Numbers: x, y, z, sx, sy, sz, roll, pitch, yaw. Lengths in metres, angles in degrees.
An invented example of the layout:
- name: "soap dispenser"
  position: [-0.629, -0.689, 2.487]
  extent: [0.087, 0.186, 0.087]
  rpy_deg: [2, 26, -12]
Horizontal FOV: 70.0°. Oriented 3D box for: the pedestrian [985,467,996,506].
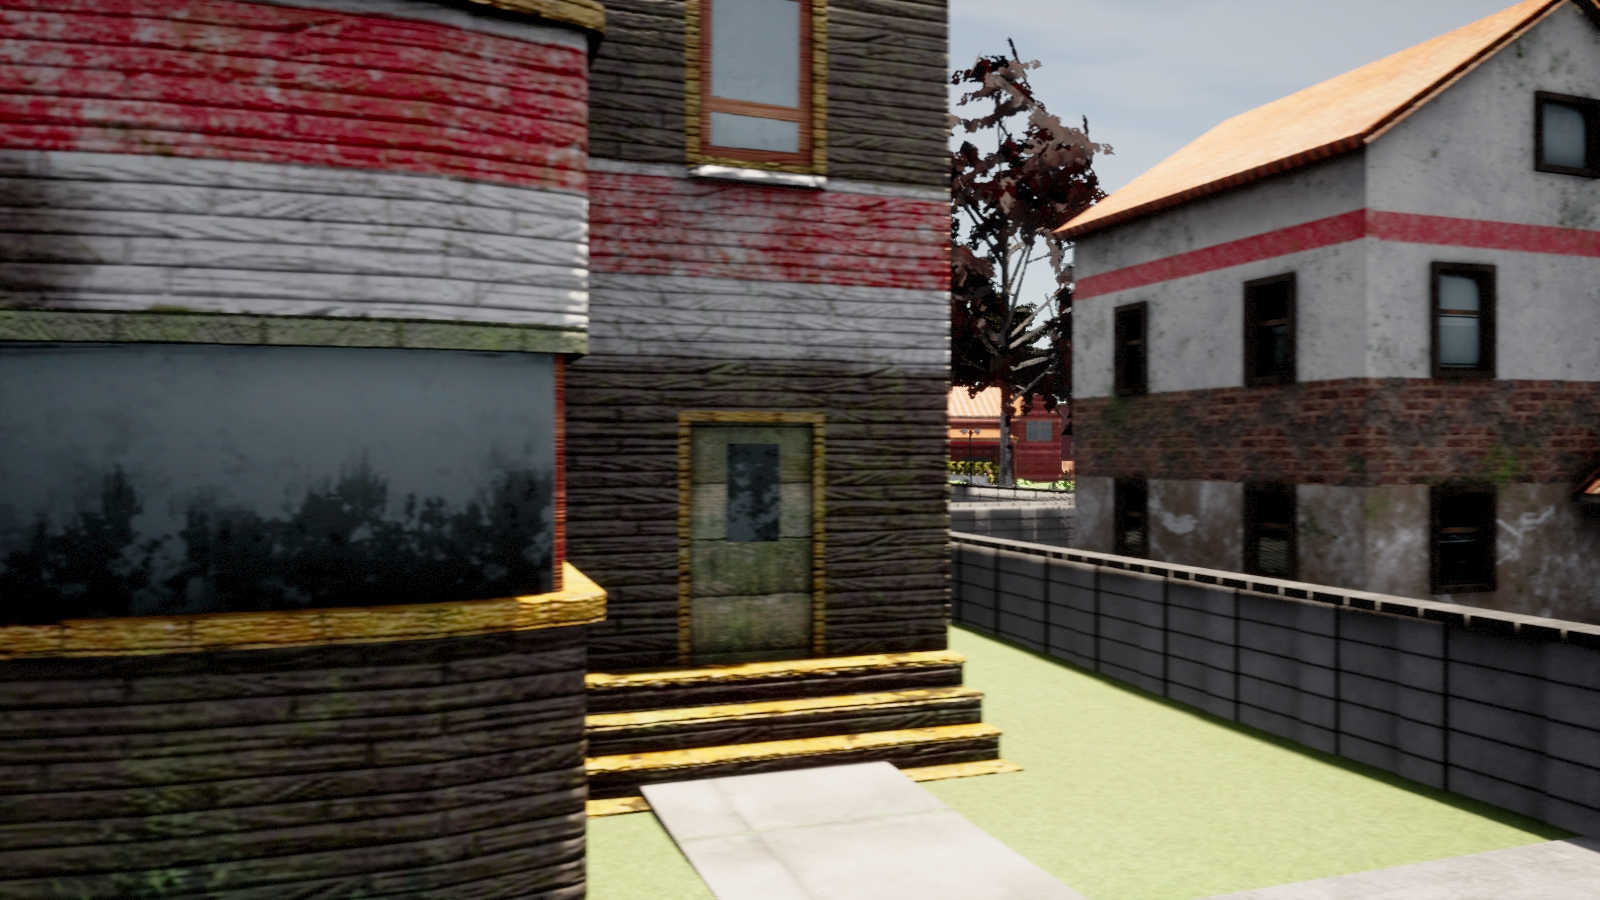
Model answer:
- name: "pedestrian"
  position: [9.065, 1.743, 54.350]
  extent: [0.375, 1.860, 0.375]
  rpy_deg: [0, 0, -15]
